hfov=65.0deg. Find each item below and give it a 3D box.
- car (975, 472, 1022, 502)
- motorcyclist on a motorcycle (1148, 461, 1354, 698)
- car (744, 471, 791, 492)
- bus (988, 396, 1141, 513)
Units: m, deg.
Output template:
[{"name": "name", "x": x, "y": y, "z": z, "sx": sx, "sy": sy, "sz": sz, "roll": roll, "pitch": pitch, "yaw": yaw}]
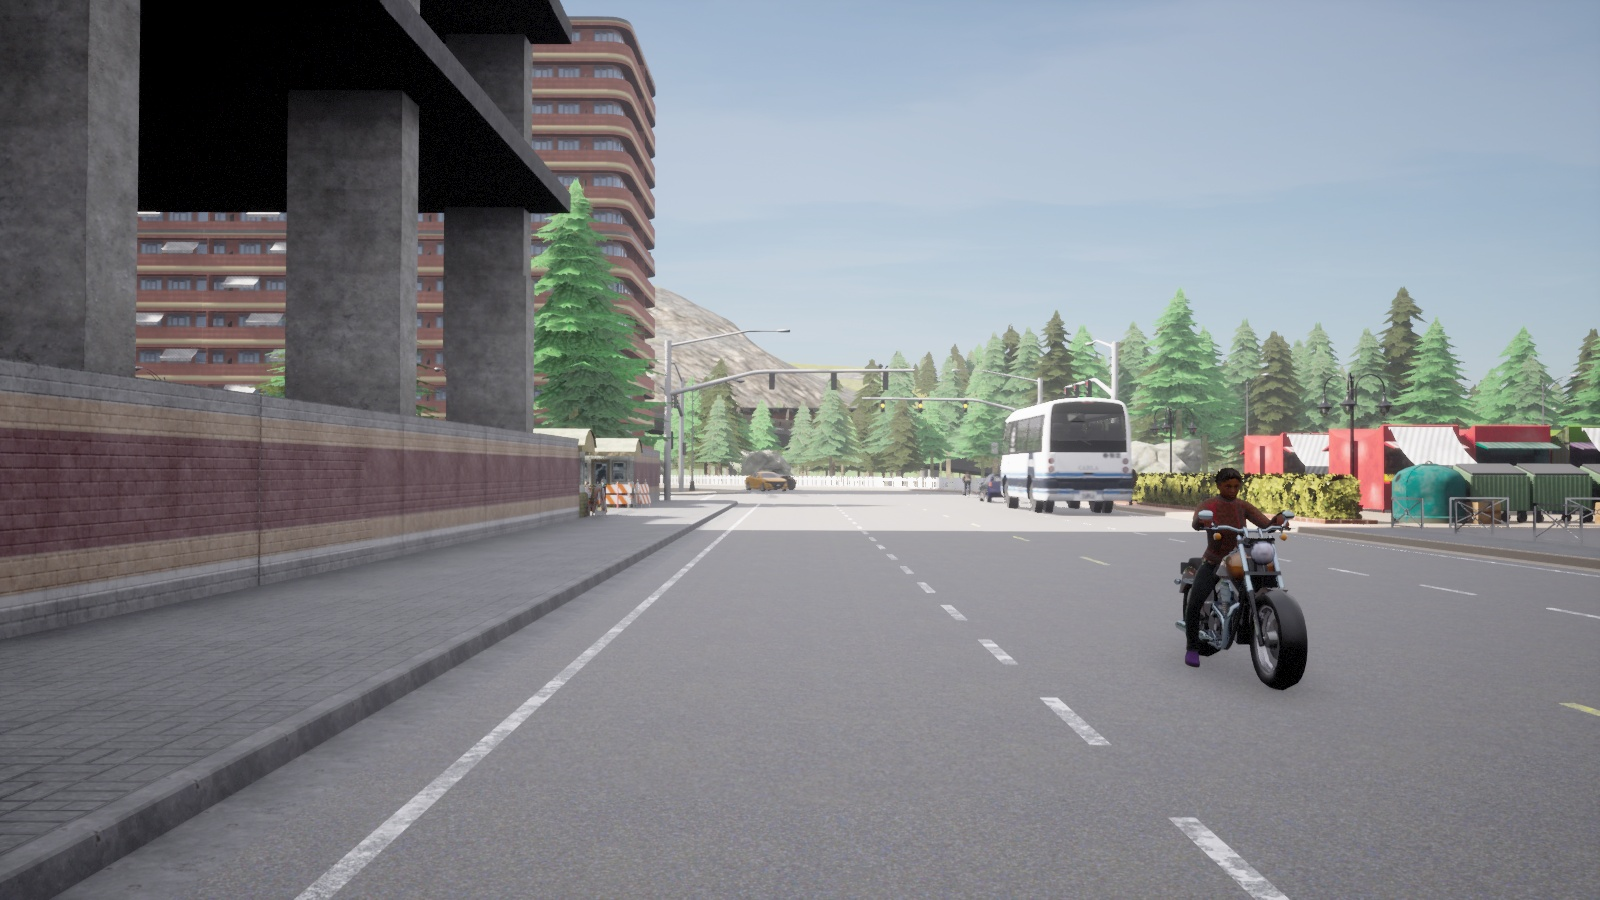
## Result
[{"name": "car", "x": 10.337, "y": 1.920, "z": 65.512, "sx": 1.845, "sy": 1.501, "sz": 3.633, "roll": 0, "pitch": -1, "yaw": 0}, {"name": "motorcyclist on a motorcycle", "x": 3.475, "y": 0.918, "z": 9.942, "sx": 0.766, "sy": 1.649, "sz": 2.350, "roll": 0, "pitch": -1, "yaw": 0}, {"name": "car", "x": -2.493, "y": 2.386, "z": 94.545, "sx": 1.882, "sy": 1.535, "sz": 5.008, "roll": 0, "pitch": -1, "yaw": -23}, {"name": "bus", "x": 10.368, "y": 0.246, "z": 50.683, "sx": 3.944, "sy": 4.253, "sz": 10.273, "roll": 0, "pitch": -1, "yaw": 0}]
